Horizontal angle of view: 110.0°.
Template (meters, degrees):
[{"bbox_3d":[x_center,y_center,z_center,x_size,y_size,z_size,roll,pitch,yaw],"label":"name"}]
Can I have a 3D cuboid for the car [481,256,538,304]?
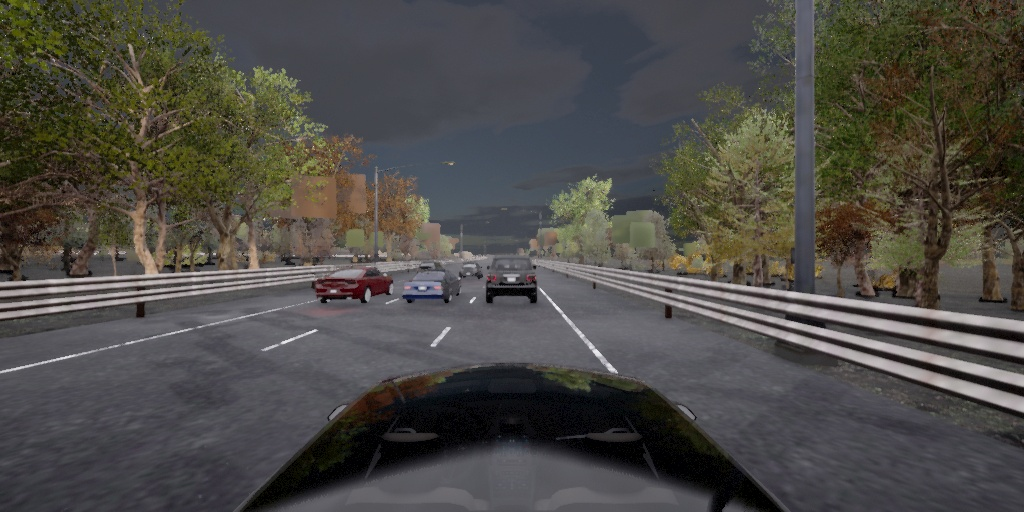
[{"bbox_3d":[-0.023,1.007,16.610,2.150,2.045,5.566,0,0,0],"label":"car"}]

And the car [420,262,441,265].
[{"bbox_3d":[-7.091,1.264,31.564,1.837,1.490,4.892,0,0,0],"label":"car"}]

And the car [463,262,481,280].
[{"bbox_3d":[-3.591,1.281,31.585,1.812,1.442,4.674,0,0,0],"label":"car"}]

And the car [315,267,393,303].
[{"bbox_3d":[-7.022,1.234,16.559,1.882,1.535,5.008,0,0,0],"label":"car"}]

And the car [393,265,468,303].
[{"bbox_3d":[-3.522,1.312,16.569,2.033,1.411,5.357,0,0,0],"label":"car"}]
